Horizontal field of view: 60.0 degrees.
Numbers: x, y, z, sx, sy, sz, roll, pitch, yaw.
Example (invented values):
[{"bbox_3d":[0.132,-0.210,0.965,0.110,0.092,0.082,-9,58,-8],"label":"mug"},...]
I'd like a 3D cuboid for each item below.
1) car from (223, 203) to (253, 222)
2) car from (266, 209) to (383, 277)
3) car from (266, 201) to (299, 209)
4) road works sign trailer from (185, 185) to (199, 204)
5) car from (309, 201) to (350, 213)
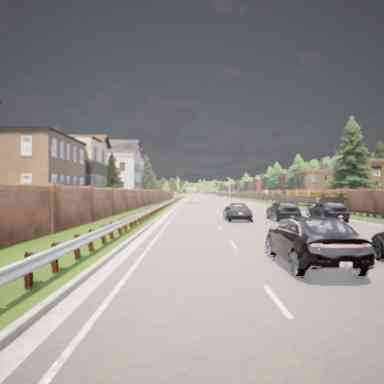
[{"bbox_3d":[3.615,1.573,26.733,1.994,1.385,4.181,0,0,0],"label":"car"},{"bbox_3d":[3.606,1.495,10.204,2.128,1.511,4.902,0,0,0],"label":"car"},{"bbox_3d":[7.115,1.514,26.168,1.837,1.490,4.892,0,0,0],"label":"car"},{"bbox_3d":[0.034,0.486,63.699,2.380,3.560,2.880,0,0,0],"label":"road works sign trailer"},{"bbox_3d":[10.615,1.514,26.162,1.837,1.490,4.892,0,0,0],"label":"car"}]
